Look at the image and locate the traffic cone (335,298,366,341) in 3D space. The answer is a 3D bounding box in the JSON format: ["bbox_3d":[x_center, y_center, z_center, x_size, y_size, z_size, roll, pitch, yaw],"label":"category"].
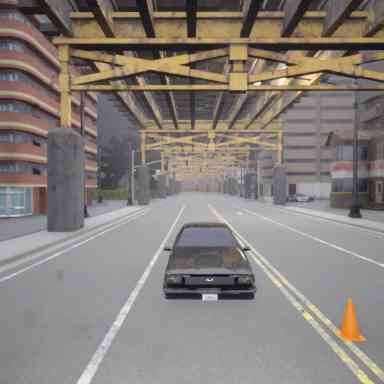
[{"bbox_3d":[2.454,1.949,5.157,0.340,0.580,0.340,0,0,0],"label":"traffic cone"}]

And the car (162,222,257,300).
[{"bbox_3d":[0.362,1.533,8.764,2.033,1.411,5.357,0,0,1],"label":"car"}]

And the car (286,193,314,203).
[{"bbox_3d":[17.466,1.005,54.878,4.974,1.542,2.038,0,1,-20],"label":"car"}]

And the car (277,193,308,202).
[{"bbox_3d":[17.814,0.957,59.035,4.974,1.542,2.038,0,1,25],"label":"car"}]

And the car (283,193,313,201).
[{"bbox_3d":[17.515,0.847,54.894,4.536,1.218,1.853,0,1,-20],"label":"car"}]

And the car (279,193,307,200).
[{"bbox_3d":[17.861,0.800,59.011,4.536,1.218,1.853,0,1,25],"label":"car"}]
